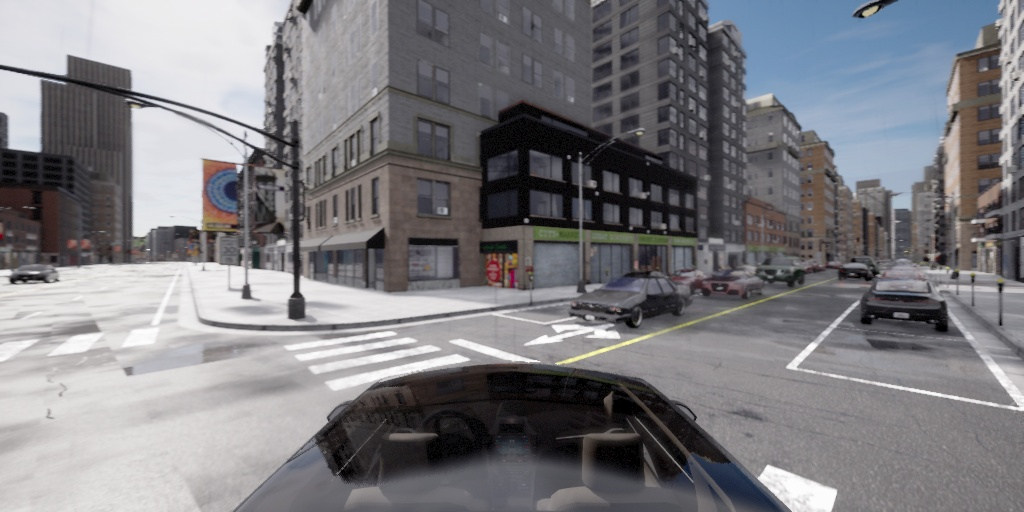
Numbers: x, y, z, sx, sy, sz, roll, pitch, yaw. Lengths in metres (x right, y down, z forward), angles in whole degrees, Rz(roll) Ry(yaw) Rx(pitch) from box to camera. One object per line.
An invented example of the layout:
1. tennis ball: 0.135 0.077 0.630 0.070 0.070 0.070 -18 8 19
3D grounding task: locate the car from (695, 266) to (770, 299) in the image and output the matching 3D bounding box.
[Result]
1. car: 11.541 1.395 18.696 4.181 1.385 1.994 0 0 -42

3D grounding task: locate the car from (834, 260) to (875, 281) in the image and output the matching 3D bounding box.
1. car: 29.895 1.361 31.220 5.008 1.535 1.882 0 0 -42

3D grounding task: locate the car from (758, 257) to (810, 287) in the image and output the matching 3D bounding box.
1. car: 19.371 1.079 25.857 5.566 2.045 2.150 0 0 -42

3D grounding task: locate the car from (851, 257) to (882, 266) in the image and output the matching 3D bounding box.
1. car: 37.493 1.150 38.237 5.566 2.045 2.150 0 -1 -42

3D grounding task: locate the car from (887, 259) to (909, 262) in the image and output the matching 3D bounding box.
1. car: 41.168 1.367 37.759 4.097 1.591 1.967 0 0 -42

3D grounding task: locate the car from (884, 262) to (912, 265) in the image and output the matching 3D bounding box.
1. car: 28.644 1.400 26.286 4.507 1.381 1.888 0 0 -42

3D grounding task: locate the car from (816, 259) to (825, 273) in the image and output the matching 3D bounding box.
1. car: 39.587 1.308 47.873 5.009 1.841 2.192 0 0 -42

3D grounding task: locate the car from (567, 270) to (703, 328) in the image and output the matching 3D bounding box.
1. car: 4.169 1.359 11.947 5.357 1.411 2.033 0 0 -42

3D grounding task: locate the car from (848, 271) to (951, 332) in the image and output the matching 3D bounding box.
1. car: 11.946 1.346 10.988 4.403 1.370 2.007 0 0 -42

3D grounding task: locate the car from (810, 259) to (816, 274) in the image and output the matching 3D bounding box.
1. car: 35.412 1.404 44.049 4.097 1.591 1.967 0 0 -42

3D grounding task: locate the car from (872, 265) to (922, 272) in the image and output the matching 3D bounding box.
1. car: 20.295 1.365 18.637 4.507 1.381 1.888 0 0 -42

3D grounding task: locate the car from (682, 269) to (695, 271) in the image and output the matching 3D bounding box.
1. car: 10.363 1.426 21.101 4.207 1.307 1.802 0 0 -42

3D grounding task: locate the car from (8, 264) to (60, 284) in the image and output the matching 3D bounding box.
1. car: -38.287 1.435 28.835 1.837 1.490 4.892 0 0 -42
